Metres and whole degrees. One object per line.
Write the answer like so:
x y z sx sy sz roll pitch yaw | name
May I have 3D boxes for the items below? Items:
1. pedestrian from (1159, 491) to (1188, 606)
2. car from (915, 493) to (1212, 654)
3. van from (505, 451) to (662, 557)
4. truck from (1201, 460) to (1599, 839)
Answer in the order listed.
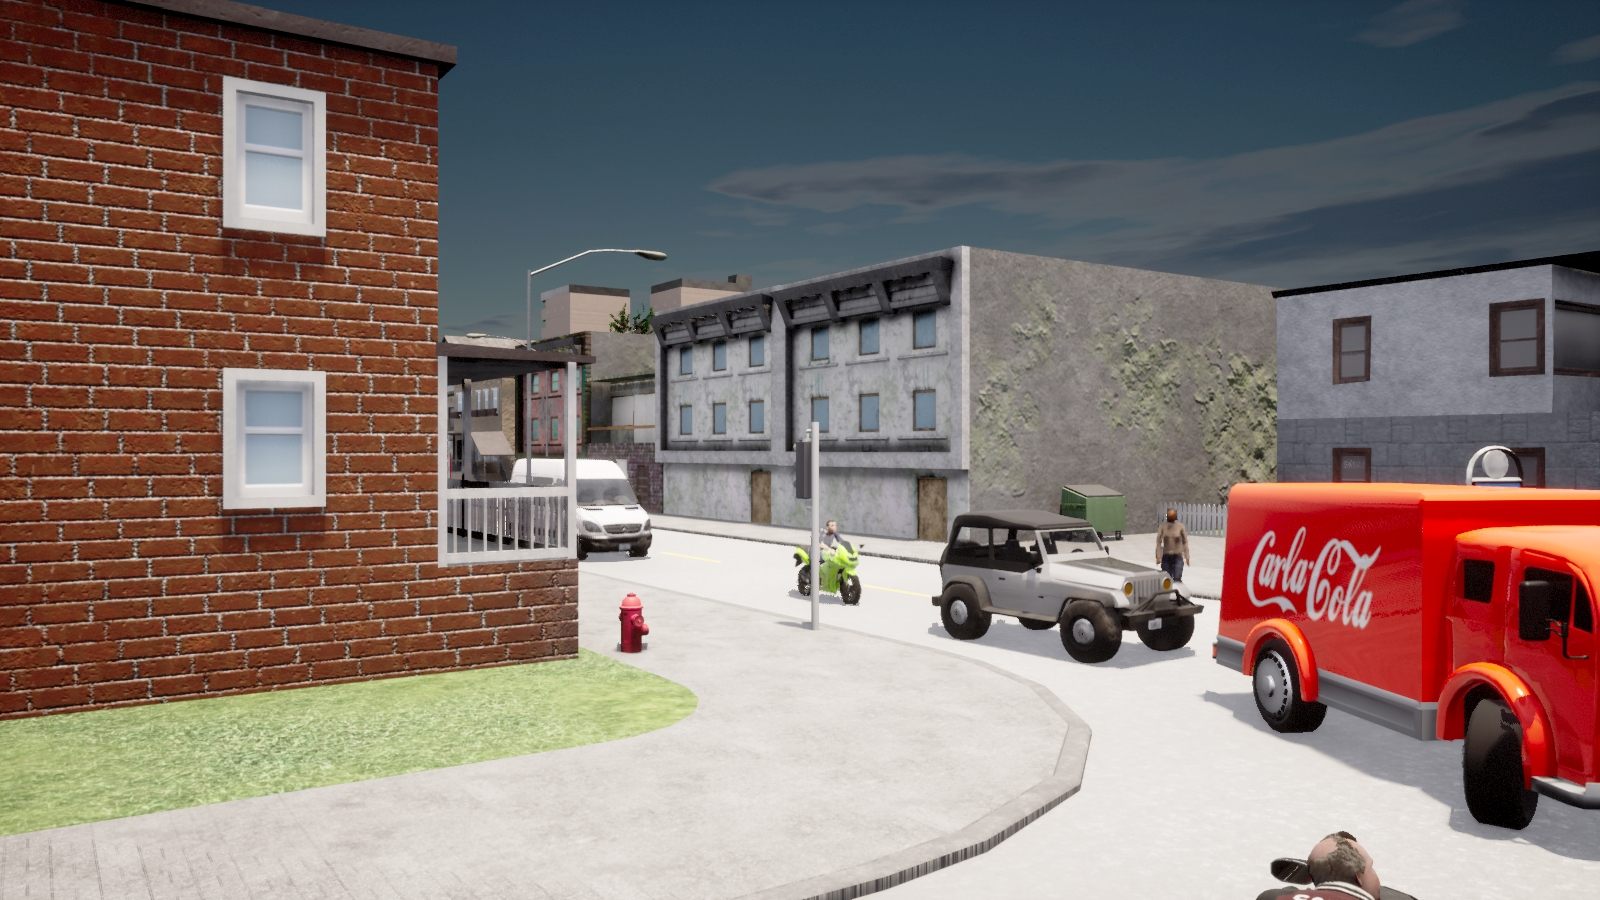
6.204 1.628 18.975 0.375 1.860 0.375 0 0 31 | pedestrian
3.680 1.637 16.521 1.905 1.878 3.866 0 0 -36 | car
-5.974 1.314 30.825 1.988 2.561 5.915 0 0 -34 | van
6.069 1.347 10.322 2.627 2.467 5.204 0 0 -6 | truck
